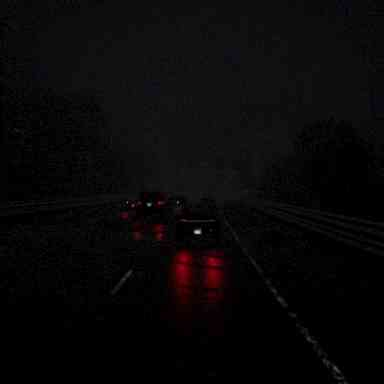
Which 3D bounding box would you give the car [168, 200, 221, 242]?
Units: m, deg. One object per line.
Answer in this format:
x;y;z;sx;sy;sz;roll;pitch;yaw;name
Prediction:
0.305;1.323;15.409;2.128;1.511;4.902;0;1;2;car

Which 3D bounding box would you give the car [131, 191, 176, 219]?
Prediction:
-2.813;0.935;25.518;2.150;2.045;5.566;0;1;3;car

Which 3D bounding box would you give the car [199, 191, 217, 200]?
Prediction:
2.612;0.992;54.402;1.994;1.385;4.181;0;1;5;car

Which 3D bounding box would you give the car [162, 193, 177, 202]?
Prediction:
-3.995;0.869;59.264;1.837;1.490;4.892;0;1;5;car

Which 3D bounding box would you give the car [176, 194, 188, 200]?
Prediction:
-1.644;1.019;44.983;1.837;1.490;4.892;0;1;4;car

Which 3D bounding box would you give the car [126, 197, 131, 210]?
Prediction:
-5.779;1.125;35.533;1.812;1.442;4.674;0;1;4;car
